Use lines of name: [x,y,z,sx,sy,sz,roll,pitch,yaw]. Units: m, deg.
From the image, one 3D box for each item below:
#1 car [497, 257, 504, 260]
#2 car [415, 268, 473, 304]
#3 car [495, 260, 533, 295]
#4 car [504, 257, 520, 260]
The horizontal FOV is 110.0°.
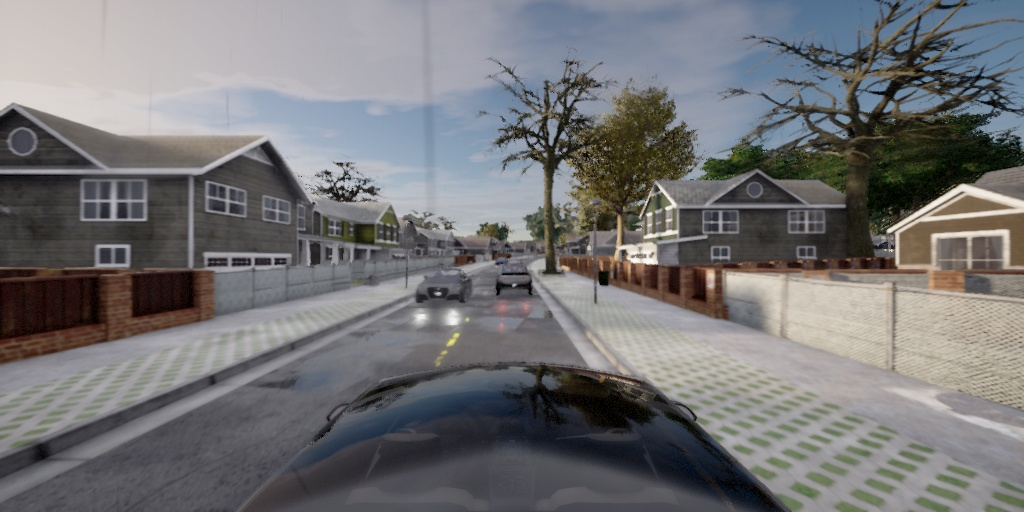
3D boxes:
car: [-1.636,0.891,58.322,2.033,1.411,5.357,0,1,4]
car: [-2.841,1.245,15.753,1.994,1.385,4.181,0,0,0]
car: [0.106,1.153,19.267,2.128,1.511,4.902,0,0,0]
car: [0.367,1.036,39.729,1.812,1.442,4.674,0,1,2]
